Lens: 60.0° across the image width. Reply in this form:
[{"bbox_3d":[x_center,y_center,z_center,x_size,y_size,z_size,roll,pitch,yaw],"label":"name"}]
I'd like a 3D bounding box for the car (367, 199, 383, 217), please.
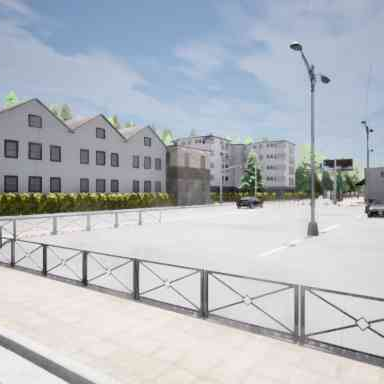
[{"bbox_3d":[15.430,1.298,26.804,2.007,1.523,4.514,0,0,35],"label":"car"}]

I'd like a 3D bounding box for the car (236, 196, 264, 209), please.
[{"bbox_3d":[7.373,1.286,41.946,1.882,1.535,5.008,0,0,35],"label":"car"}]
